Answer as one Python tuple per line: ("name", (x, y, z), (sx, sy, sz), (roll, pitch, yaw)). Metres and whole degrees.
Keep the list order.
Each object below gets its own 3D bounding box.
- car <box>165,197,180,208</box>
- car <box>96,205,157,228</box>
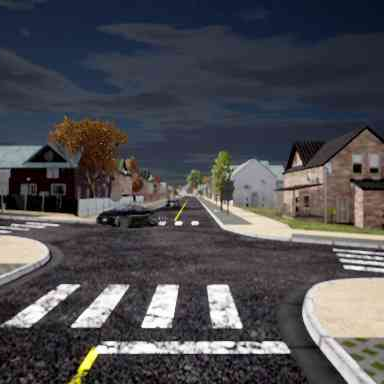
("car", (-2.702, 1.516, 47.380), (2.128, 1.511, 4.902), (0, 0, 0))
("car", (-4.159, 1.552, 21.839), (1.994, 1.385, 4.181), (3, 1, 34))
